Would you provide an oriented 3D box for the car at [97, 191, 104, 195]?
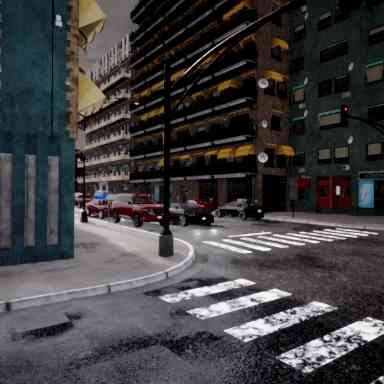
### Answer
[{"bbox_3d":[-6.054,0.971,28.557,2.097,1.767,4.553,1,0,-36],"label":"car"}]

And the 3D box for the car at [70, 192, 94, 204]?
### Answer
[{"bbox_3d":[-15.652,0.823,47.192,1.882,1.535,5.008,1,0,-36],"label":"car"}]

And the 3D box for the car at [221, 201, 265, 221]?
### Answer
[{"bbox_3d":[3.553,1.353,25.168,1.947,1.339,4.313,2,0,-36],"label":"car"}]

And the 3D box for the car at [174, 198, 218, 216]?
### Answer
[{"bbox_3d":[0.287,1.289,29.681,1.802,1.307,4.206,2,0,-36],"label":"car"}]

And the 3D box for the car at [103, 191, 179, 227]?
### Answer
[{"bbox_3d":[-3.252,1.034,20.288,2.192,1.841,5.009,2,0,-36],"label":"car"}]

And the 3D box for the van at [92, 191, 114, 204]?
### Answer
[{"bbox_3d":[-12.769,0.727,47.735,1.690,1.788,3.998,2,0,-36],"label":"van"}]

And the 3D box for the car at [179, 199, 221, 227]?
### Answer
[{"bbox_3d":[-0.473,1.321,20.833,1.994,1.385,4.181,1,0,-36],"label":"car"}]

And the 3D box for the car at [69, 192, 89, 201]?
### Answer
[{"bbox_3d":[-19.304,0.769,56.760,1.887,1.381,4.507,2,0,-36],"label":"car"}]

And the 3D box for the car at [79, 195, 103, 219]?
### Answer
[{"bbox_3d":[-6.524,1.183,24.801,1.887,1.381,4.507,2,0,-36],"label":"car"}]

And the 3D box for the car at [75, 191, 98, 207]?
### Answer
[{"bbox_3d":[-12.085,0.948,36.906,1.882,1.535,5.008,1,0,-36],"label":"car"}]
